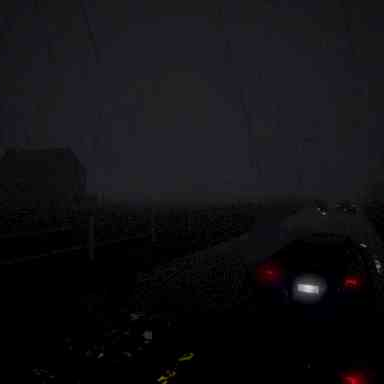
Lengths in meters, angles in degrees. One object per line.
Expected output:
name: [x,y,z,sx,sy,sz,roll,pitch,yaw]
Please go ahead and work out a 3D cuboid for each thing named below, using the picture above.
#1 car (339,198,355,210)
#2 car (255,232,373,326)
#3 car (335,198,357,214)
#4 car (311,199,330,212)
car: [20.635,1.533,44.296,1.812,1.442,4.674,0,0,26]
car: [2.793,1.567,7.305,1.994,1.385,4.181,0,0,26]
car: [16.192,1.537,34.966,1.812,1.442,4.674,0,0,26]
car: [15.609,1.559,40.206,2.033,1.411,5.357,0,0,26]
